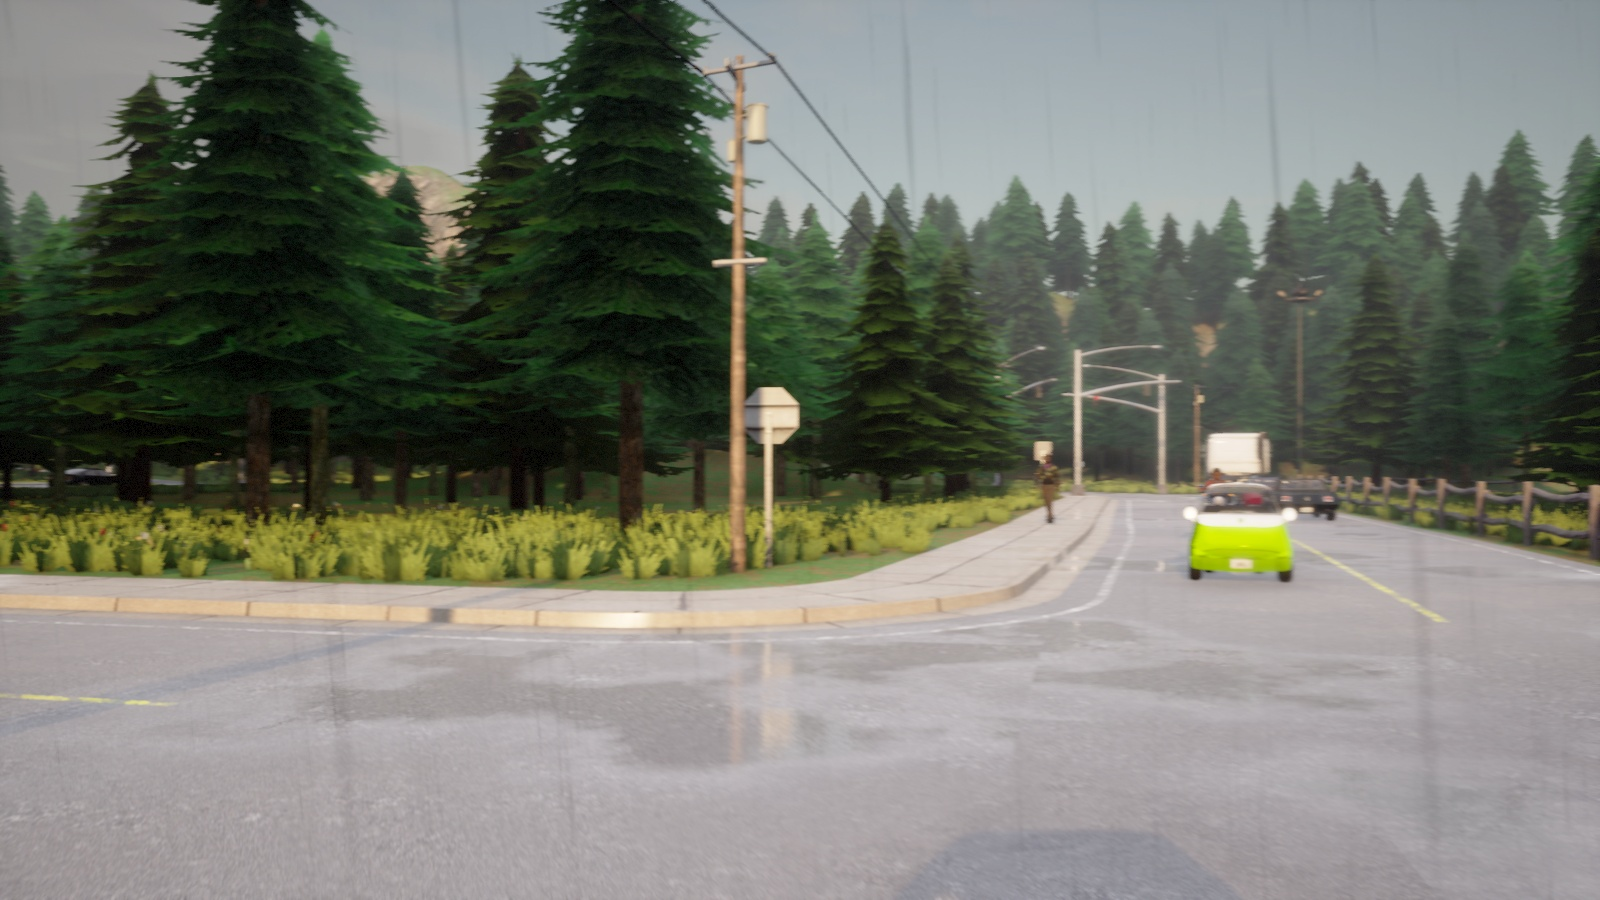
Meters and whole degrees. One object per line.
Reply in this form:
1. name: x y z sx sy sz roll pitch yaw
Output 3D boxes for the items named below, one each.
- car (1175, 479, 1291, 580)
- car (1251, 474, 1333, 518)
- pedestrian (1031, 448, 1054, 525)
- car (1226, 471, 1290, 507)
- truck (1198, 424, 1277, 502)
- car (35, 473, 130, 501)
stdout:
1. car: 6.278 1.112 18.377 1.481 1.376 2.207 -1 -1 16
2. car: 15.870 1.454 40.693 1.895 1.301 4.718 -1 -1 14
3. pedestrian: 6.190 0.925 32.059 0.395 1.930 0.692 -1 -1 28
4. car: 18.435 1.556 50.704 1.994 1.385 4.181 -1 -1 14
5. truck: 20.907 0.644 60.410 2.891 3.462 7.936 -1 -1 14
6. car: -41.720 2.121 73.160 1.882 1.535 5.008 -1 -1 14
